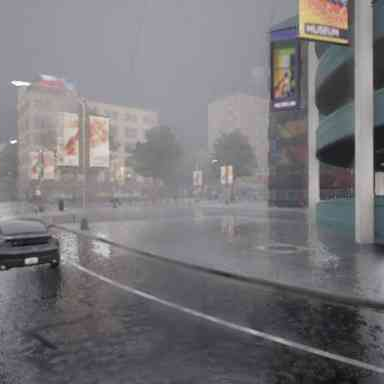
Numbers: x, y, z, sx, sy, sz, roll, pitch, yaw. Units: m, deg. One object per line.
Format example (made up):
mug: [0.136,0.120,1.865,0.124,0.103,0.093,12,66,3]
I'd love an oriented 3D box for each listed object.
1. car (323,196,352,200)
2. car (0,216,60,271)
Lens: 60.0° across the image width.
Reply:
car: [18.522,1.313,43.213,4.674,1.452,2.002,0,0,-36]
car: [-5.672,1.539,10.555,1.837,1.490,4.892,0,0,-38]
